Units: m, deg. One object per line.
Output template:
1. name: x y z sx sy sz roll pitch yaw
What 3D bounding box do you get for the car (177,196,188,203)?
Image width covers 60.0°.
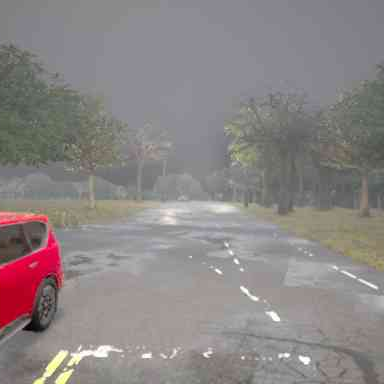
1. car: -2.051 1.598 74.248 2.097 1.767 4.553 1 0 3

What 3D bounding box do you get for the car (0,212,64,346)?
1. car: -3.545 1.343 4.261 2.150 2.045 5.566 1 -1 0
